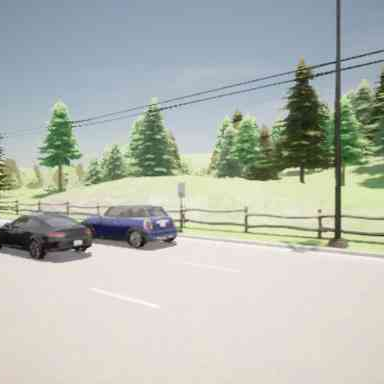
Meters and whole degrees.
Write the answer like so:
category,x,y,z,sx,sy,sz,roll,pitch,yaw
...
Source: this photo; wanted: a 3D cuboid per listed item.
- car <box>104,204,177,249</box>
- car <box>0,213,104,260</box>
category,x,y,z,sx,sy,sz,roll,pitch,yaw
car,-2.912,1.325,14.655,4.553,1.767,2.097,0,0,35
car,-5.628,1.497,12.301,4.674,1.442,1.812,0,0,35
